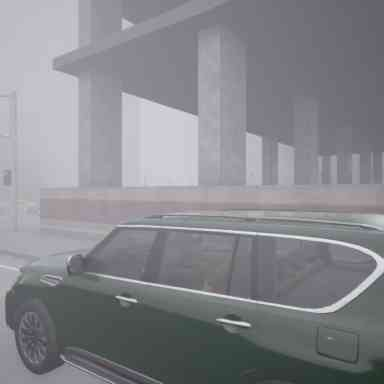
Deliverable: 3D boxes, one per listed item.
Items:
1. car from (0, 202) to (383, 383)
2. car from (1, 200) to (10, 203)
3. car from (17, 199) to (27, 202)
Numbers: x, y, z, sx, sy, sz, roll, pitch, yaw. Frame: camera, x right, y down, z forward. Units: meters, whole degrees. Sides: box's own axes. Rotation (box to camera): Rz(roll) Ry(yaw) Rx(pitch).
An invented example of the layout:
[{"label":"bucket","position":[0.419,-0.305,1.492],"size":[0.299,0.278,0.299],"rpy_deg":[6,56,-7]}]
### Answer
[{"label":"car","position":[0.066,1.221,3.937],"size":[5.566,2.045,2.150],"rpy_deg":[0,0,36]},{"label":"car","position":[-18.380,1.533,33.815],"size":[1.882,1.535,5.008],"rpy_deg":[0,0,36]},{"label":"car","position":[-14.331,1.547,33.461],"size":[2.128,1.511,4.902],"rpy_deg":[0,0,36]}]
